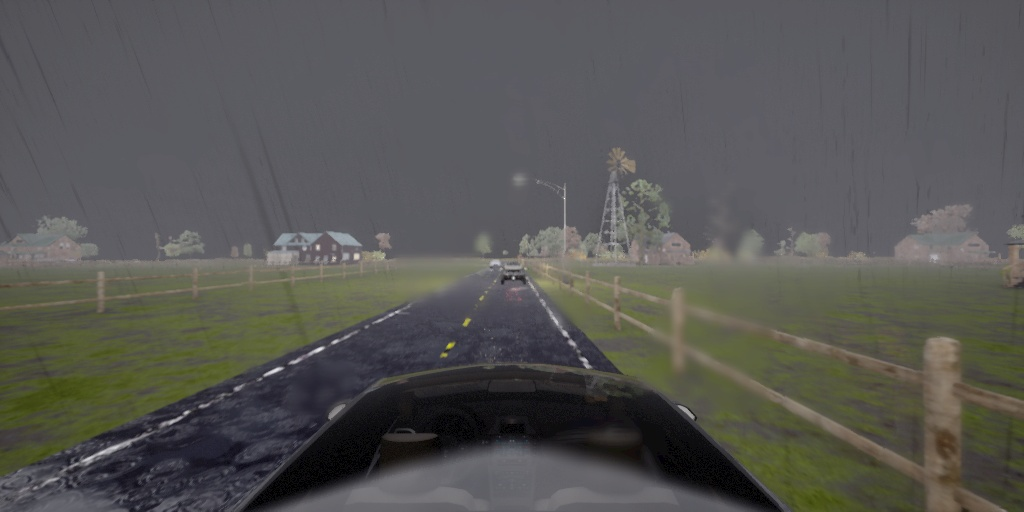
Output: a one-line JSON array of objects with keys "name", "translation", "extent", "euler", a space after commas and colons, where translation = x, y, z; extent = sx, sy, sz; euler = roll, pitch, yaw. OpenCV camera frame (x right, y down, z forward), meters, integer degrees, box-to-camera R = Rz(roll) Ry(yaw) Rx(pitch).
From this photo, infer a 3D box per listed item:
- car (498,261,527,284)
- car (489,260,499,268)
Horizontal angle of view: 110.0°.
[{"name": "car", "translation": [0.107, 1.289, 27.377], "extent": [1.837, 1.490, 4.892], "euler": [0, 0, 0]}, {"name": "car", "translation": [-2.773, 1.343, 61.122], "extent": [1.812, 1.442, 4.674], "euler": [0, 0, 1]}]
